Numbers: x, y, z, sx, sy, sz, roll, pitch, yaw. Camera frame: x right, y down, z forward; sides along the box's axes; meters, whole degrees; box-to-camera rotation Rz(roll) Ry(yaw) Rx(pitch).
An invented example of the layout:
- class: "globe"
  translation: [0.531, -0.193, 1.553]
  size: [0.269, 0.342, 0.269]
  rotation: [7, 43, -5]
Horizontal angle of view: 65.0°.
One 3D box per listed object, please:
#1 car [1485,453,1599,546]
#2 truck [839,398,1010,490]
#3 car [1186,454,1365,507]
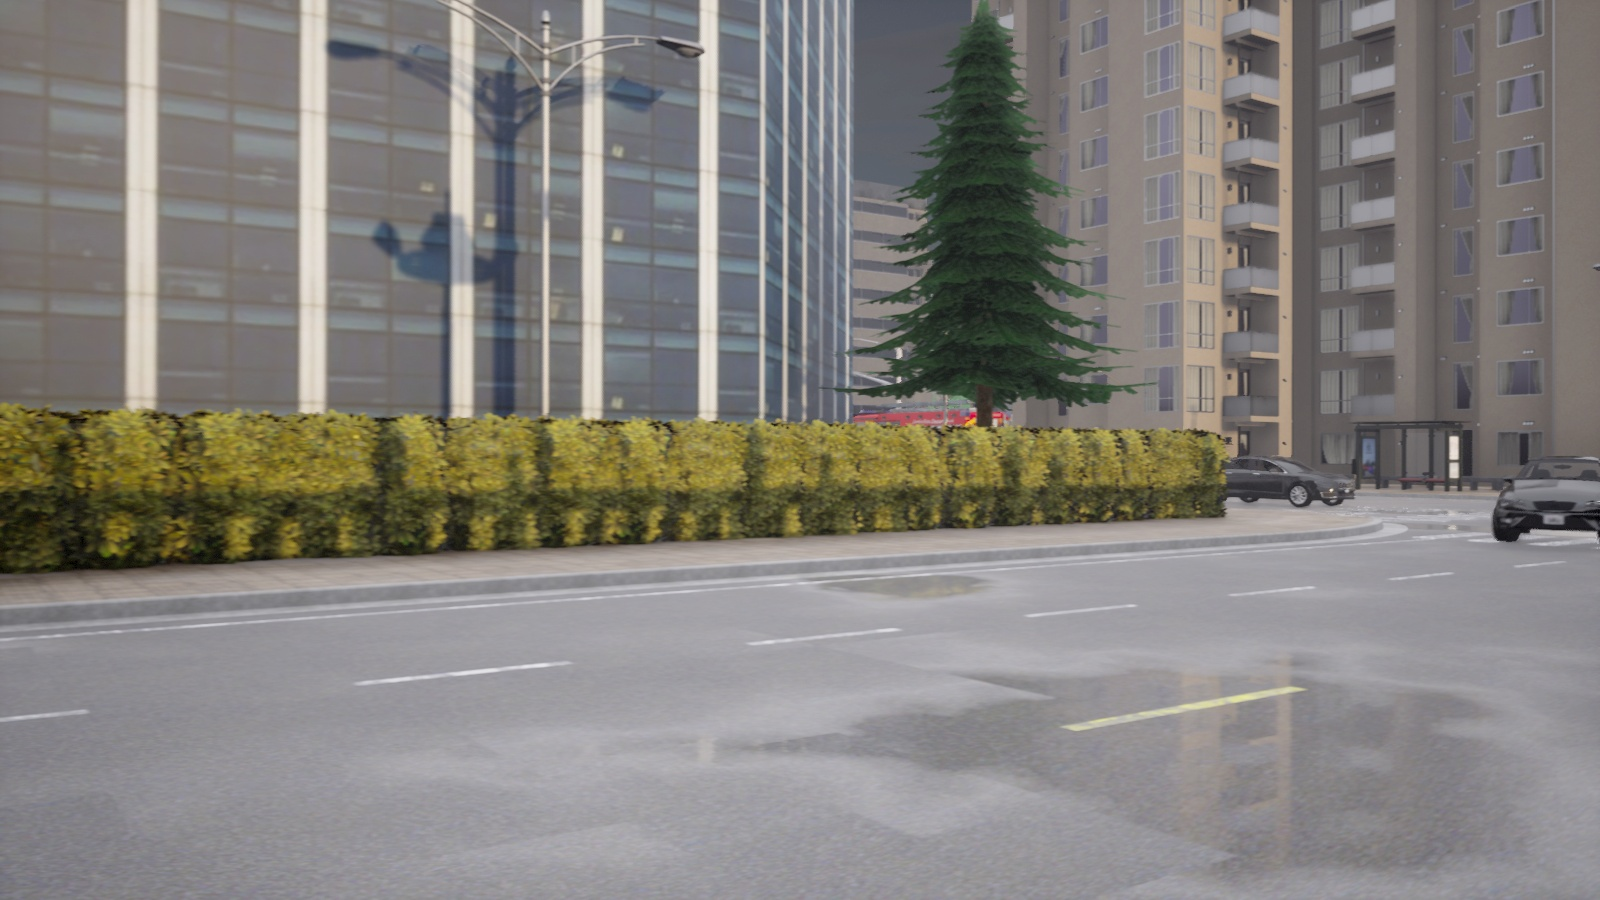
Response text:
- class: "car"
  translation: [13.256, 0.786, 21.877]
  size: [1.816, 1.474, 4.193]
  rotation: [0, 0, 36]
- class: "truck"
  translation: [5.467, -0.236, 56.896]
  size: [2.891, 3.827, 8.468]
  rotation: [0, 0, -35]
- class: "car"
  translation: [14.287, 0.868, 38.049]
  size: [1.837, 1.490, 4.892]
  rotation: [0, 0, -35]
